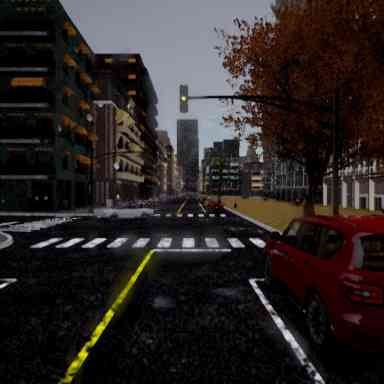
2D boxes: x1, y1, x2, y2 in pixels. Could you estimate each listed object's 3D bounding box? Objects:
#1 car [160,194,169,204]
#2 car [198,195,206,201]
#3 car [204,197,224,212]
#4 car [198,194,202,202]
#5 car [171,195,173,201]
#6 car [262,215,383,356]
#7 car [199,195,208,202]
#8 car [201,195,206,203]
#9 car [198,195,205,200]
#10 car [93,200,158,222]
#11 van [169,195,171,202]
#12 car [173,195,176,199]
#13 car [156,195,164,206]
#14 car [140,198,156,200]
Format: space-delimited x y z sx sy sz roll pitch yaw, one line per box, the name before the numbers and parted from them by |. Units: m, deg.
car | -5.721 1.418 60.555 1.967 1.590 4.097 0 0 0
car | 2.644 1.536 88.223 1.887 1.381 4.507 0 0 0
car | 2.671 1.520 38.429 1.887 1.381 4.507 0 0 0
car | 2.656 1.562 66.091 1.802 1.307 4.206 0 0 0
car | -5.727 1.564 71.620 1.802 1.307 4.206 0 0 0
car | 2.689 1.309 6.040 2.192 1.841 5.009 0 0 0
car | 2.650 1.509 77.327 1.752 1.417 4.829 0 0 0
car | 2.665 1.500 49.664 1.752 1.417 4.829 0 0 0
car | 2.641 1.548 93.755 2.008 1.369 4.403 0 0 0
car | -5.374 1.582 26.467 1.895 1.301 4.718 0 0 44
van | -5.724 1.321 66.088 1.690 1.788 3.998 0 0 0
car | -5.733 1.428 82.686 1.967 1.590 4.097 0 0 0
car | -5.715 1.526 49.490 2.008 1.369 4.403 0 0 0
car | -5.709 1.526 38.424 2.008 1.369 4.403 0 0 0
